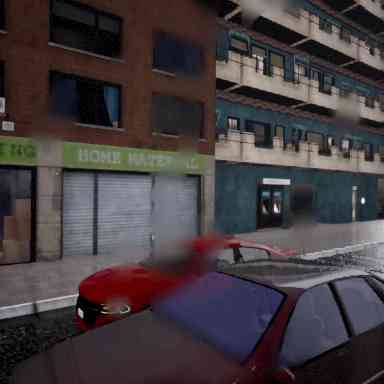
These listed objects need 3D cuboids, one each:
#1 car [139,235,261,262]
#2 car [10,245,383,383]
[{"bbox_3d":[0.185,1.545,6.219,4.507,1.381,1.887,0,1,-35],"label":"car"},{"bbox_3d":[0.947,1.547,3.743,5.357,1.411,2.033,0,0,-36],"label":"car"}]
